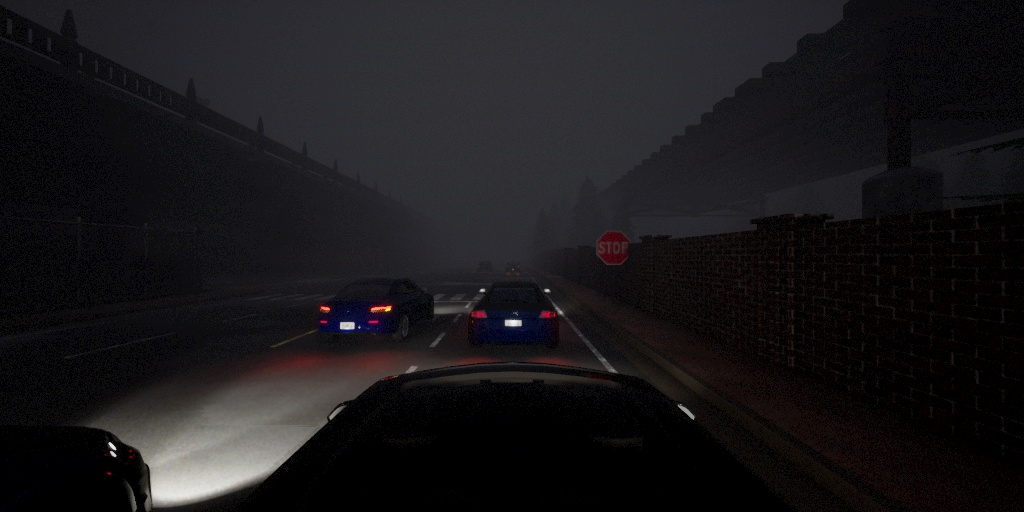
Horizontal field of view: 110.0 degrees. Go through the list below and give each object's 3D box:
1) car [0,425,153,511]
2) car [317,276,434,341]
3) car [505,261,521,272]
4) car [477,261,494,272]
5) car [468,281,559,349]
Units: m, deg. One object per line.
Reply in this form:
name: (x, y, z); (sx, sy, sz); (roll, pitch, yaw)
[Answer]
car: (-3.398, 1.314, 0.623); (1.994, 1.385, 4.181); (0, 0, 0)
car: (-3.413, 1.276, 9.719); (1.812, 1.442, 4.674); (0, 0, 0)
car: (0.094, 1.351, 46.016); (1.895, 1.301, 4.718); (0, 0, -1)
car: (-3.401, 1.297, 45.854); (2.033, 1.411, 5.357); (0, 0, -1)
car: (0.069, 1.314, 9.197); (1.994, 1.385, 4.181); (0, 0, 1)
